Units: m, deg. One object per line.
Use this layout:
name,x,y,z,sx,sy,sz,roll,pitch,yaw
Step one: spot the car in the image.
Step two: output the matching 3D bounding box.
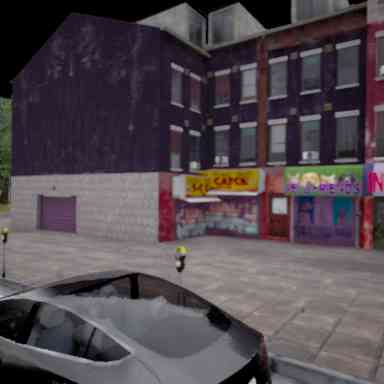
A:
car,-1.282,1.590,3.704,4.313,1.339,1.947,-1,1,36
